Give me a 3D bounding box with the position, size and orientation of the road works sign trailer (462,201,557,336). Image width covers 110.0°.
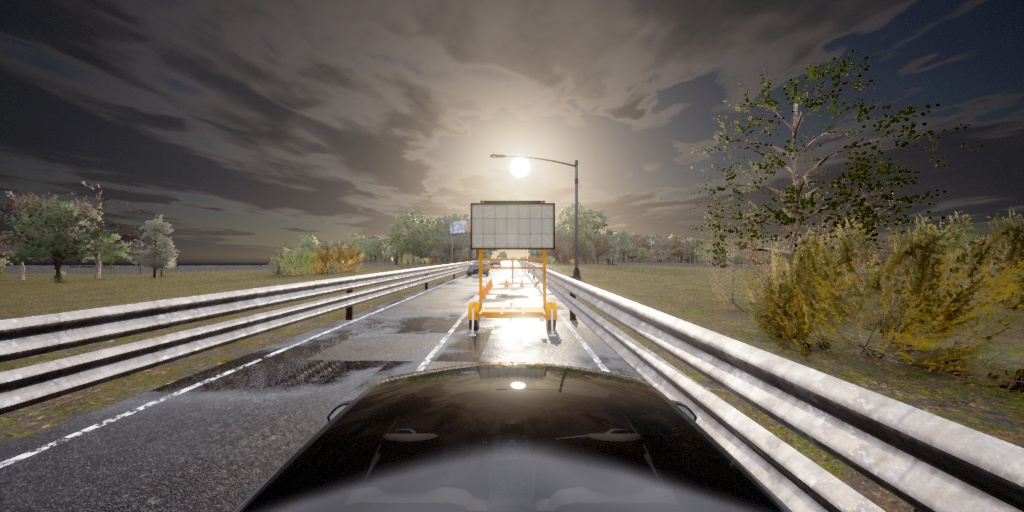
[{"bbox_3d":[0.021,0.218,10.353,2.380,3.560,2.880,0,0,0],"label":"road works sign trailer"}]

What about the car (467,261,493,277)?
[{"bbox_3d":[-3.306,1.327,35.761,1.994,1.385,4.181,0,0,0],"label":"car"}]
